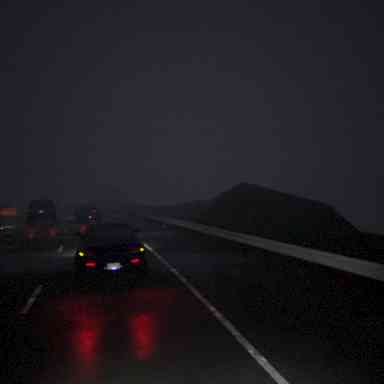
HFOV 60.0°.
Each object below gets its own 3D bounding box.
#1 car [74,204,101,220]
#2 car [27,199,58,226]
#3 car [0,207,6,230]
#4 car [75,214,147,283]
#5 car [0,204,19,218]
[{"bbox_3d":[-8.786,1.769,27.966,2.128,1.511,4.902,-2,0,-22],"label":"car"},{"bbox_3d":[-12.535,1.611,27.944,2.150,2.045,5.566,-2,0,-22],"label":"car"},{"bbox_3d":[-13.920,1.992,21.911,1.994,1.385,4.181,-2,0,-21],"label":"car"},{"bbox_3d":[-2.506,1.606,10.075,1.812,1.442,4.674,-2,0,-16],"label":"car"},{"bbox_3d":[-20.461,2.110,36.996,1.882,1.535,5.008,-2,0,-26],"label":"car"}]
